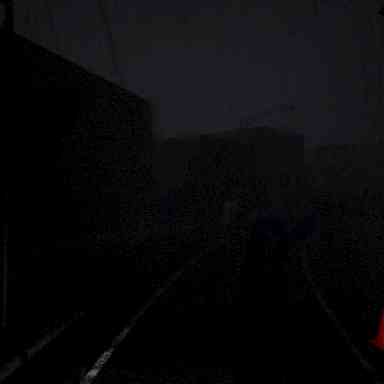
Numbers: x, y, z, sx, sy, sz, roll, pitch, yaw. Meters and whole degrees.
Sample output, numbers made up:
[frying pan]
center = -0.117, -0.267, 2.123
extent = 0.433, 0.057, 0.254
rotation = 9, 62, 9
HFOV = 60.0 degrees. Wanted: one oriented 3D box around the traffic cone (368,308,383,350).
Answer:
[traffic cone]
center = 2.950, 2.038, 5.077
extent = 0.340, 0.580, 0.340
rotation = 2, 0, -3
